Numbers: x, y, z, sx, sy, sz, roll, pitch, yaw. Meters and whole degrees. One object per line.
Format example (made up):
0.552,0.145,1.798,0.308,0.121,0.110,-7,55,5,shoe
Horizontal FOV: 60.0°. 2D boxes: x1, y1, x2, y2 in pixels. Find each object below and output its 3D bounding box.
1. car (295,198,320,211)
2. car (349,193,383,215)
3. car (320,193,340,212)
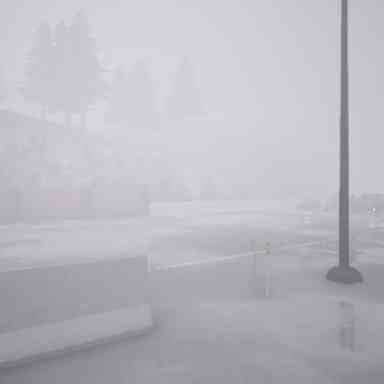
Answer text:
13.948,1.459,39.575,1.837,1.490,4.892,0,0,43,car
18.305,1.193,33.967,2.150,2.045,5.566,0,1,43,car
16.975,1.185,37.664,2.150,2.045,5.566,0,0,43,car
